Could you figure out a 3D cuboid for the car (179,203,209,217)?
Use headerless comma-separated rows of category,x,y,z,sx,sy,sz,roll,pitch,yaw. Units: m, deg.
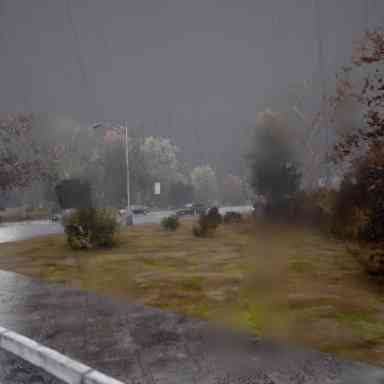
car,0.350,2.040,38.418,1.837,1.490,4.892,-3,-2,32

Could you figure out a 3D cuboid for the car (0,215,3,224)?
car,-18.873,2.439,28.341,1.837,1.490,4.892,-3,-2,35

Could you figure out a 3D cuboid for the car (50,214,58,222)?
car,-13.428,2.517,36.650,1.994,1.385,4.181,-3,-2,32

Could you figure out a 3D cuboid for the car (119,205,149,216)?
car,-7.870,2.491,45.391,2.128,1.511,4.902,-3,-2,32
